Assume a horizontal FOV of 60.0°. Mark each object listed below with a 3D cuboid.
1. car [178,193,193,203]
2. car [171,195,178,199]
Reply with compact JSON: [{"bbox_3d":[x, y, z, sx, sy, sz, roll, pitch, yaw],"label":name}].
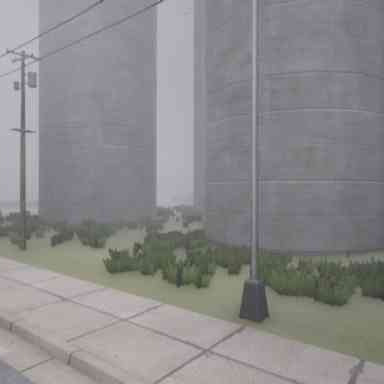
[{"bbox_3d":[-0.255,1.199,67.222,3.866,1.878,1.905,0,0,38],"label":"car"},{"bbox_3d":[-3.406,1.370,85.154,3.905,1.438,1.784,0,0,38],"label":"car"}]
